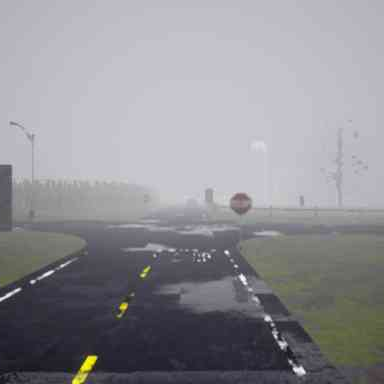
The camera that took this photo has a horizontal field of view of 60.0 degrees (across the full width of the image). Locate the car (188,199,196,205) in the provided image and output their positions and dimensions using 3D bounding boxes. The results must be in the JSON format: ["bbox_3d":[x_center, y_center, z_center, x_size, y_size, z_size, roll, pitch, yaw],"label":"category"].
[{"bbox_3d":[-0.027,2.389,80.205,1.895,1.301,4.718,0,-1,0],"label":"car"}]

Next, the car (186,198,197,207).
[{"bbox_3d":[-0.015,2.034,64.566,2.097,1.767,4.553,0,-1,0],"label":"car"}]
